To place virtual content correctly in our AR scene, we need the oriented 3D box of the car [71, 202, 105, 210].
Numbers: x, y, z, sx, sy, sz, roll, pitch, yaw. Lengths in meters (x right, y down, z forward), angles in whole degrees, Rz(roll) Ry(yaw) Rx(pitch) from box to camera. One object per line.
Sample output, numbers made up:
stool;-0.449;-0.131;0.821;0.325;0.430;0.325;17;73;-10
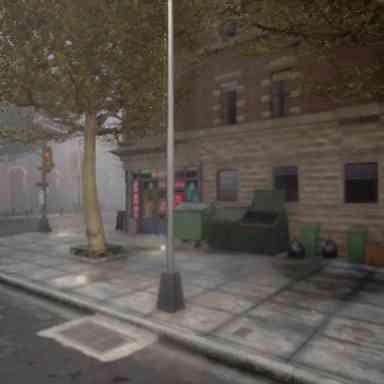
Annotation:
car;-15.048;1.837;48.390;1.895;1.301;4.718;0;0;37
